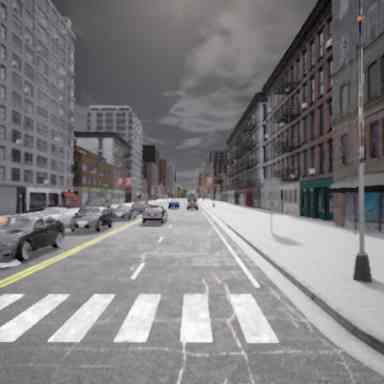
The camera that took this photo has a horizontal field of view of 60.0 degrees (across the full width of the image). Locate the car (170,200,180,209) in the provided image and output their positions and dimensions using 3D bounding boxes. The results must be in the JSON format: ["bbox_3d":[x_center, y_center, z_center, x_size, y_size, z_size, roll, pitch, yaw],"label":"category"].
[{"bbox_3d":[-3.139,2.188,58.889,1.882,1.535,5.008,0,-1,0],"label":"car"}]

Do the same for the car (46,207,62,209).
[{"bbox_3d":[-9.802,1.818,23.730,1.812,1.442,4.674,0,-1,0],"label":"car"}]

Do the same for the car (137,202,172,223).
[{"bbox_3d":[-3.140,1.900,28.824,2.033,1.411,5.357,0,-1,0],"label":"car"}]

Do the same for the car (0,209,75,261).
[{"bbox_3d":[-6.588,1.652,12.967,2.128,1.511,4.902,0,-1,0],"label":"car"}]

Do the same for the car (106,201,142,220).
[{"bbox_3d":[-6.490,1.885,32.191,2.128,1.511,4.902,0,-1,0],"label":"car"}]

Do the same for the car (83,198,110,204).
[{"bbox_3d":[-9.738,1.637,34.098,2.150,2.045,5.566,0,-1,0],"label":"car"}]

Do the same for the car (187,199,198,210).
[{"bbox_3d":[0.105,2.277,56.037,1.895,1.301,4.718,0,-1,0],"label":"car"}]

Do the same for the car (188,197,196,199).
[{"bbox_3d":[0.024,2.101,72.881,2.150,2.045,5.566,0,-1,0],"label":"car"}]

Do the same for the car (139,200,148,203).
[{"bbox_3d":[-6.486,1.867,42.425,2.097,1.767,4.553,0,-1,0],"label":"car"}]

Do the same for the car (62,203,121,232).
[{"bbox_3d":[-6.566,1.766,22.321,2.128,1.511,4.902,0,-1,0],"label":"car"}]
